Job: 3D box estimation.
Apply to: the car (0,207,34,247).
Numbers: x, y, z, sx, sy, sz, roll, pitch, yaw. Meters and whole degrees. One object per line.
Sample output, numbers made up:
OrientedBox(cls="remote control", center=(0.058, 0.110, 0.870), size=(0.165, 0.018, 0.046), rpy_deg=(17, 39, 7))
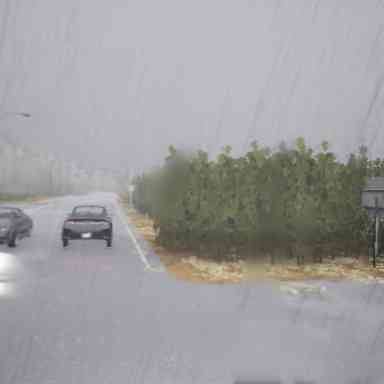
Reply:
OrientedBox(cls="car", center=(-7.604, 1.272, 13.022), size=(1.994, 1.385, 4.181), rpy_deg=(2, 0, -14))

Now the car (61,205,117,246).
OrientedBox(cls="car", center=(-4.287, 1.306, 14.103), size=(2.128, 1.511, 4.902), rpy_deg=(2, 0, -14))
